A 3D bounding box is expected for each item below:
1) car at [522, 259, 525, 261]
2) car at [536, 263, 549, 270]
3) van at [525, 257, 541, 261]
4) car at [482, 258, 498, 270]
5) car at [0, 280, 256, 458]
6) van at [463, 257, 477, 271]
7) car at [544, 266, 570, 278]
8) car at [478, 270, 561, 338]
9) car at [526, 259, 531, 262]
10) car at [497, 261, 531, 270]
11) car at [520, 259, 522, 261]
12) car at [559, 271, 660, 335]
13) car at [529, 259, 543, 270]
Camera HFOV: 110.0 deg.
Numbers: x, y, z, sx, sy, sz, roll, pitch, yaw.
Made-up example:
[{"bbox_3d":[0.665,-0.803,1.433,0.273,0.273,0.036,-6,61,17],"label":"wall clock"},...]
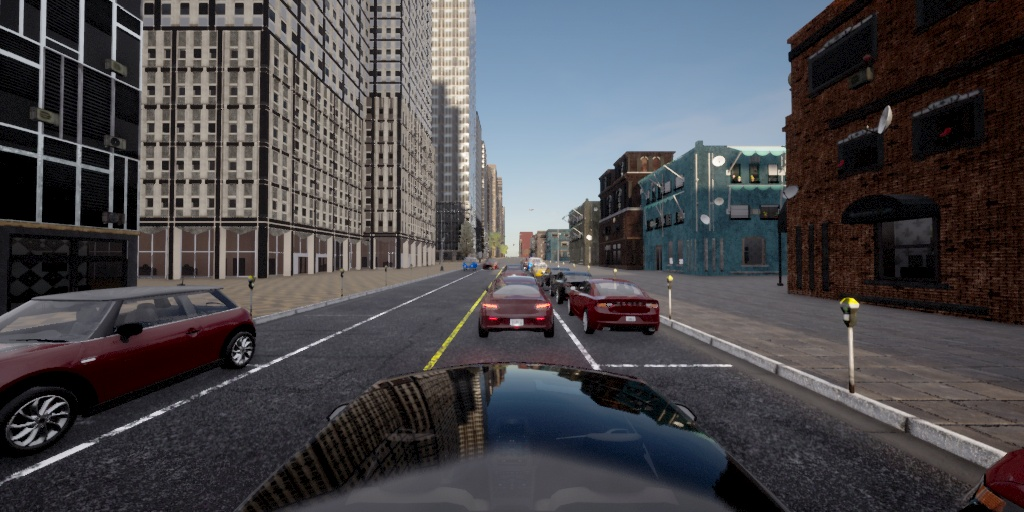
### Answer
[{"bbox_3d":[2.739,1.184,48.413,1.967,1.591,4.097,0,0,0],"label":"car"},{"bbox_3d":[2.711,1.316,21.488,1.948,1.339,4.313,0,0,0],"label":"car"},{"bbox_3d":[2.734,1.087,42.935,1.690,1.789,3.998,0,0,0],"label":"van"},{"bbox_3d":[-3.026,1.095,50.919,2.097,1.767,4.553,0,0,0],"label":"car"},{"bbox_3d":[-5.687,1.190,4.857,1.967,1.591,4.097,0,0,0],"label":"car"},{"bbox_3d":[-5.641,1.085,48.418,1.690,1.789,3.998,0,0,0],"label":"van"},{"bbox_3d":[2.705,1.316,15.944,1.948,1.339,4.313,0,0,0],"label":"car"},{"bbox_3d":[0.106,1.277,10.111,1.812,1.442,4.674,0,0,0],"label":"car"},{"bbox_3d":[2.728,1.298,37.457,2.007,1.370,4.403,0,0,0],"label":"car"},{"bbox_3d":[0.129,1.313,26.867,1.994,1.385,4.181,0,0,0],"label":"car"},{"bbox_3d":[2.745,1.057,53.891,2.192,1.841,5.009,0,0,0],"label":"car"},{"bbox_3d":[2.700,1.296,10.398,1.888,1.381,4.507,0,0,0],"label":"car"},{"bbox_3d":[2.723,1.274,32.149,1.751,1.417,4.829,0,0,0],"label":"car"}]
